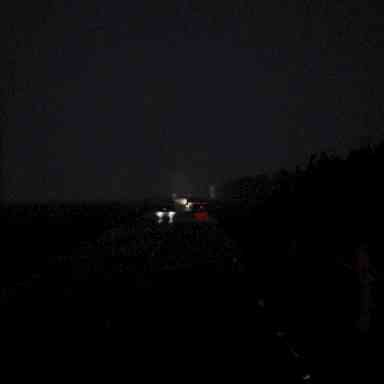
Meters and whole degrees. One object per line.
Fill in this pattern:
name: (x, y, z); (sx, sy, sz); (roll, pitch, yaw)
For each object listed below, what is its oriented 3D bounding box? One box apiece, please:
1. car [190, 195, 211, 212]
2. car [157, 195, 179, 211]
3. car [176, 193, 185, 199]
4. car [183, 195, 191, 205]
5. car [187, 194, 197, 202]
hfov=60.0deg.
car: (0.985, 1.331, 36.761); (1.837, 1.490, 4.892); (0, 0, 0)
car: (-2.823, 1.371, 37.214); (2.033, 1.411, 5.357); (0, 0, 0)
car: (-2.701, 0.950, 79.247); (1.994, 1.385, 4.181); (0, 0, 0)
car: (0.034, 1.237, 54.326); (2.128, 1.511, 4.902); (0, 0, 0)
car: (0.040, 1.222, 65.116); (1.812, 1.442, 4.674); (0, 0, 0)
